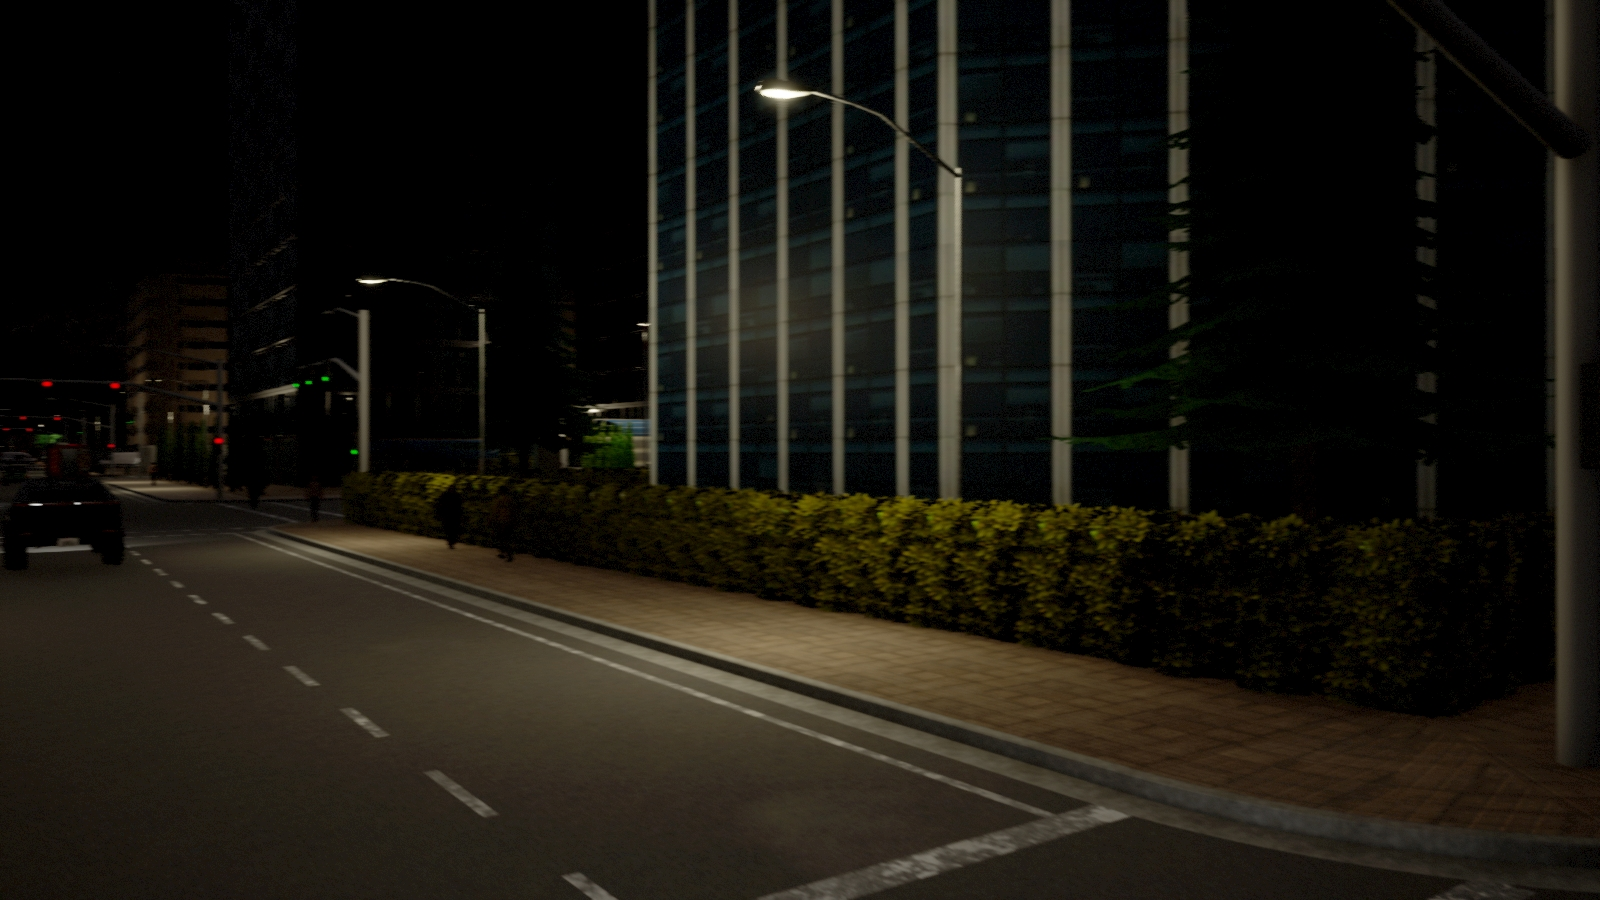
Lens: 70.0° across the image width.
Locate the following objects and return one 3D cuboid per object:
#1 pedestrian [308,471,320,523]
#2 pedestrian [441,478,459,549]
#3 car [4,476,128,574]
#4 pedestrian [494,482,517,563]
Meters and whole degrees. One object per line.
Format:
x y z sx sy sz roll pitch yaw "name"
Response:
-17.581 1.705 41.318 0.375 1.860 0.375 0 0 -29 "pedestrian"
-9.368 1.693 30.591 0.375 1.860 0.375 0 0 -35 "pedestrian"
-18.860 1.776 29.198 2.390 2.098 6.274 0 0 -35 "car"
-6.882 1.689 26.712 0.375 1.860 0.375 0 0 -44 "pedestrian"
